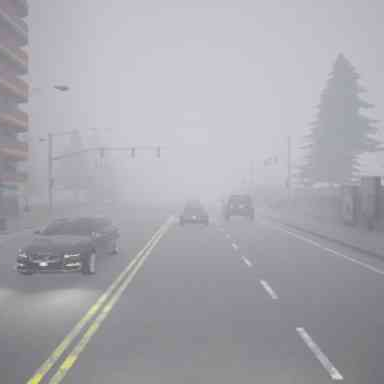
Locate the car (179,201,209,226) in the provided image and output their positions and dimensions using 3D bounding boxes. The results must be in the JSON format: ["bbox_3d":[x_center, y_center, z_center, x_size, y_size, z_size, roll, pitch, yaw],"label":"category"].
[{"bbox_3d":[0.129,1.521,22.805,1.994,1.385,4.181,0,0,0],"label":"car"}]

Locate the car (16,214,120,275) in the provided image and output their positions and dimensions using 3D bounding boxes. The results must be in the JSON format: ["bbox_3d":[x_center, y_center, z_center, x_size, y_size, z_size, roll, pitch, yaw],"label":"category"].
[{"bbox_3d":[-3.552,1.486,10.424,1.837,1.490,4.892,0,0,0],"label":"car"}]

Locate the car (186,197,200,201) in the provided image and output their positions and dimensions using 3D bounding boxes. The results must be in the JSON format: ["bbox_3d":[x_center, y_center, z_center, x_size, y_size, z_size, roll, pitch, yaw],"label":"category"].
[{"bbox_3d":[0.144,1.400,44.206,2.128,1.511,4.902,0,0,0],"label":"car"}]

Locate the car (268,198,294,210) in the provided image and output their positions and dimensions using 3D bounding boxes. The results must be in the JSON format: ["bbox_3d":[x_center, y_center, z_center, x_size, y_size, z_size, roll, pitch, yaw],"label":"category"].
[{"bbox_3d":[11.495,1.398,40.021,4.674,1.442,1.812,0,0,-10],"label":"car"}]

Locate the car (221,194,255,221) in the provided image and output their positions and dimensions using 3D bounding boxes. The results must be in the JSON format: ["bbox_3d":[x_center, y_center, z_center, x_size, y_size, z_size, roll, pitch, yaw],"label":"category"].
[{"bbox_3d":[3.591,1.172,26.579,2.150,2.045,5.566,0,0,1],"label":"car"}]
